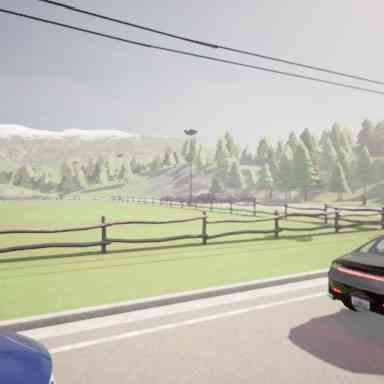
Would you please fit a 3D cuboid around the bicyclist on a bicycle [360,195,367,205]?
[{"bbox_3d":[26.525,1.287,51.447,1.656,1.620,0.582,0,0,-28],"label":"bicyclist on a bicycle"}]

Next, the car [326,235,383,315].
[{"bbox_3d":[4.724,1.489,6.254,4.902,1.511,2.128,0,0,-28],"label":"car"}]

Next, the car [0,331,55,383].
[{"bbox_3d":[-3.285,1.527,1.883,4.674,1.442,1.812,0,0,-28],"label":"car"}]

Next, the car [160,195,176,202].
[{"bbox_3d":[-5.544,1.441,73.121,1.837,1.490,4.892,0,0,-28],"label":"car"}]

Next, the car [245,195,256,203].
[{"bbox_3d":[11.645,1.487,70.662,1.837,1.490,4.892,0,0,-28],"label":"car"}]

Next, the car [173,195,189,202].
[{"bbox_3d":[-2.458,1.464,74.771,1.812,1.442,4.674,0,0,-28],"label":"car"}]

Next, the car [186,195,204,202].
[{"bbox_3d":[0.629,1.414,76.420,1.882,1.535,5.008,0,0,-28],"label":"car"}]

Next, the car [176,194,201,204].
[{"bbox_3d":[-0.758,1.344,64.167,2.097,1.767,4.553,0,0,-28],"label":"car"}]

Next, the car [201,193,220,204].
[{"bbox_3d":[2.600,1.212,65.308,2.150,2.045,5.566,0,0,-28],"label":"car"}]

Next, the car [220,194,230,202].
[{"bbox_3d":[5.265,1.554,67.748,1.994,1.385,4.181,0,0,-28],"label":"car"}]

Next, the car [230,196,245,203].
[{"bbox_3d":[8.366,1.541,69.372,1.994,1.385,4.181,0,0,-28],"label":"car"}]

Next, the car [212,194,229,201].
[{"bbox_3d":[6.817,1.286,79.693,2.097,1.767,4.553,0,0,-28],"label":"car"}]
